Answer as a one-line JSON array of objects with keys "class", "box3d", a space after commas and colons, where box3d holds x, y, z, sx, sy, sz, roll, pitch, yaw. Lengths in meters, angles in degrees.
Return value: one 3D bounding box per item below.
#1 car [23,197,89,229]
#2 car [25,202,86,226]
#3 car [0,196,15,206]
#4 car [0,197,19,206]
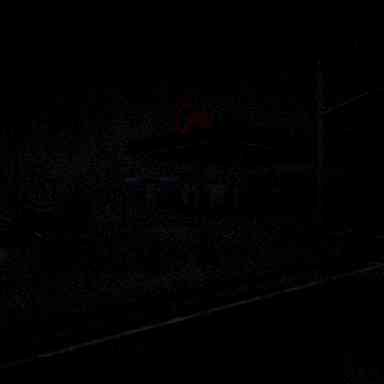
[{"class": "car", "box3d": [-8.533, 1.265, 21.275, 3.866, 1.878, 1.905, 0, 0, -36]}, {"class": "car", "box3d": [-9.975, 1.548, 24.333, 3.806, 1.475, 1.970, 0, 0, -36]}, {"class": "car", "box3d": [-31.858, 1.526, 54.655, 4.514, 1.523, 2.007, 0, 0, -36]}, {"class": "car", "box3d": [-29.987, 1.517, 52.137, 5.027, 1.636, 2.152, 0, 0, -36]}]
